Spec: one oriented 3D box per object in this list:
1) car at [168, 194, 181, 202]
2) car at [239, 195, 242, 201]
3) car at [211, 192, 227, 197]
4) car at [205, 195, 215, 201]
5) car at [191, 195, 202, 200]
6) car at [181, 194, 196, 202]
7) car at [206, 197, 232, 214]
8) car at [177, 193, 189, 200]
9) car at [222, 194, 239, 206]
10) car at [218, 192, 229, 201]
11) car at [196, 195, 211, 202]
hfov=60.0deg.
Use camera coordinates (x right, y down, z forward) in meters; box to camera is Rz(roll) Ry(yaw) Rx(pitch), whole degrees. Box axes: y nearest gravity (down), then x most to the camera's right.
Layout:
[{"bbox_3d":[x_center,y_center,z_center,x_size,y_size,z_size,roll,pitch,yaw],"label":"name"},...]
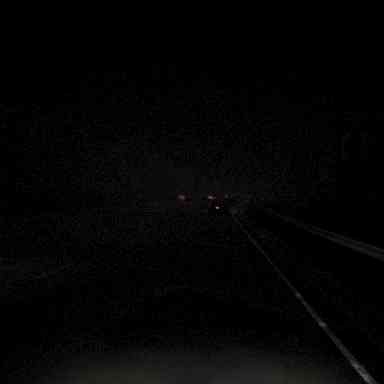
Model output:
[{"bbox_3d":[-4.117,1.509,76.366,1.837,1.490,4.892,0,0,10],"label":"car"},{"bbox_3d":[11.604,1.560,84.504,1.837,1.490,4.892,0,0,10],"label":"car"},{"bbox_3d":[6.218,1.260,74.507,2.150,2.045,5.566,0,0,10],"label":"car"},{"bbox_3d":[4.644,1.399,85.357,1.812,1.442,4.674,0,0,10],"label":"car"},{"bbox_3d":[1.201,1.419,85.987,1.994,1.385,4.181,0,0,10],"label":"car"},{"bbox_3d":[-0.599,1.543,76.146,1.812,1.442,4.674,0,0,10],"label":"car"},{"bbox_3d":[2.925,1.585,36.045,1.994,1.385,4.181,0,0,9],"label":"car"},{"bbox_3d":[-2.247,1.213,86.587,2.097,1.767,4.553,0,0,10],"label":"car"},{"bbox_3d":[6.445,1.562,55.805,1.812,1.442,4.674,0,0,10],"label":"car"},{"bbox_3d":[8.093,1.109,84.757,2.150,2.045,5.566,0,0,10],"label":"car"},{"bbox_3d":[2.769,1.504,75.107,1.882,1.535,5.008,0,0,10],"label":"car"}]
